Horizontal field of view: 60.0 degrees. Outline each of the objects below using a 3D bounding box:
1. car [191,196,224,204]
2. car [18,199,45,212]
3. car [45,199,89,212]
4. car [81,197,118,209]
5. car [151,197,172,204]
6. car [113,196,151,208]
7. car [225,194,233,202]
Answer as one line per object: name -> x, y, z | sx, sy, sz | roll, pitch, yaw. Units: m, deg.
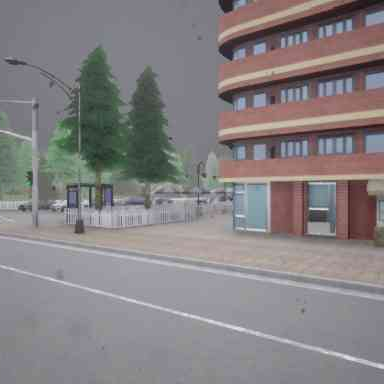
car -> 2.379, 1.492, 56.121 | 5.357, 1.411, 2.033 | 0, 0, -35
car -> -17.526, 1.508, 38.123 | 1.994, 1.385, 4.181 | 0, 0, 36
car -> -13.608, 1.470, 37.611 | 1.812, 1.442, 4.674 | 0, 0, 36
car -> -12.501, 1.470, 45.098 | 1.812, 1.442, 4.674 | 0, 0, 37
car -> -5.368, 1.470, 53.881 | 1.812, 1.442, 4.674 | 0, 0, 45
car -> -8.276, 1.298, 44.868 | 2.097, 1.767, 4.553 | 0, 0, 38
car -> 7.667, 1.165, 63.466 | 5.566, 2.045, 2.150 | 0, 0, -26
